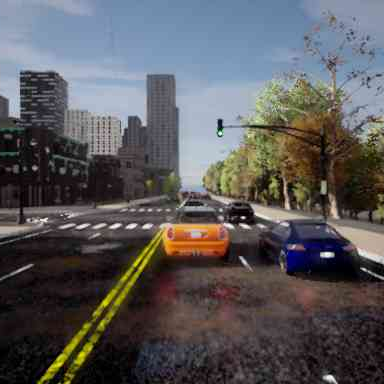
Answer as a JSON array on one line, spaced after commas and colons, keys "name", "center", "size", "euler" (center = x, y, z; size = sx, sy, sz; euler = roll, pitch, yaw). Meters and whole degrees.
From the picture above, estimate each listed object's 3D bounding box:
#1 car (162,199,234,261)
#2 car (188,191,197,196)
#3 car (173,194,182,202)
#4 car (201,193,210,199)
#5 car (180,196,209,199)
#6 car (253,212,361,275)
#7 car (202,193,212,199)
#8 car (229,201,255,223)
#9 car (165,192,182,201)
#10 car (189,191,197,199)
[{"name": "car", "center": [0.130, 1.306, 12.147], "size": [2.097, 1.767, 4.553], "euler": [0, 0, 0]}, {"name": "car", "center": [0.195, 1.050, 76.311], "size": [2.097, 1.767, 4.553], "euler": [0, 0, 0]}, {"name": "car", "center": [-3.067, 1.201, 71.231], "size": [1.882, 1.535, 5.008], "euler": [0, 0, 0]}, {"name": "car", "center": [3.471, 1.018, 86.335], "size": [2.128, 1.511, 4.902], "euler": [0, 0, 0]}, {"name": "car", "center": [0.167, 1.377, 26.640], "size": [1.882, 1.535, 5.008], "euler": [0, 0, 0]}, {"name": "car", "center": [3.375, 1.525, 10.289], "size": [1.994, 1.385, 4.181], "euler": [0, 0, 0]}, {"name": "car", "center": [3.444, 1.195, 75.917], "size": [1.837, 1.490, 4.892], "euler": [0, 0, 0]}, {"name": "car", "center": [3.413, 1.414, 24.498], "size": [1.837, 1.490, 4.892], "euler": [0, 1, 0]}, {"name": "car", "center": [-3.168, 1.008, 55.679], "size": [2.150, 2.045, 5.566], "euler": [0, 0, 1]}, {"name": "car", "center": [0.221, 0.718, 86.372], "size": [2.150, 2.045, 5.566], "euler": [0, 0, 0]}]
